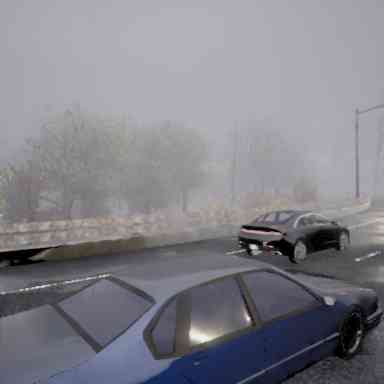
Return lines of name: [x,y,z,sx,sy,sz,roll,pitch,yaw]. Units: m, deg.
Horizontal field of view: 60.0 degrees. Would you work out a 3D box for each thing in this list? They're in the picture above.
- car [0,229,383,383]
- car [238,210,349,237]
car: [0.261,1.516,4.084,5.357,1.411,2.033,-1,1,-37]
car: [3.629,1.374,11.398,4.902,1.511,2.128,-1,1,-41]
